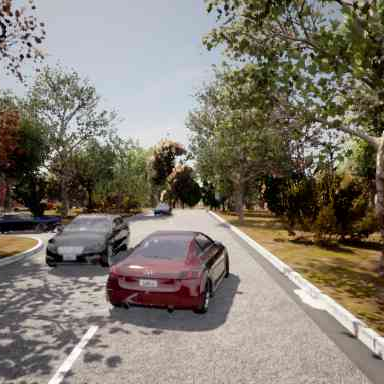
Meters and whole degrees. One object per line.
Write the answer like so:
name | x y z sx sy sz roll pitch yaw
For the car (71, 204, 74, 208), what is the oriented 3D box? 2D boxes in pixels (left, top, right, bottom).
car | -31.542 3.006 80.689 2.150 2.045 5.566 -2 -3 35

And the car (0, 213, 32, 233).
car | -10.800 1.947 21.019 4.718 1.301 1.895 -1 -2 -7

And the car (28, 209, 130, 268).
car | -3.363 1.539 11.581 2.128 1.511 4.902 0 0 0

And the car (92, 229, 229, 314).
car | -0.306 1.588 7.817 1.994 1.385 4.181 0 0 13

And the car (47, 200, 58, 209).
car | -26.772 2.478 63.147 4.553 1.767 2.097 0 -2 7

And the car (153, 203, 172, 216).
car | -3.329 2.042 38.757 2.033 1.411 5.357 0 -1 1
